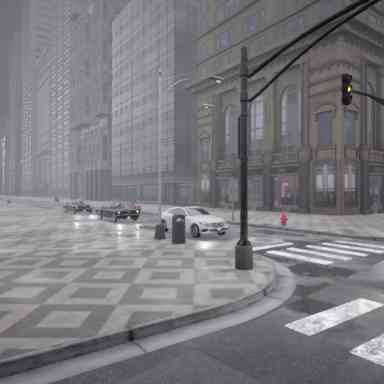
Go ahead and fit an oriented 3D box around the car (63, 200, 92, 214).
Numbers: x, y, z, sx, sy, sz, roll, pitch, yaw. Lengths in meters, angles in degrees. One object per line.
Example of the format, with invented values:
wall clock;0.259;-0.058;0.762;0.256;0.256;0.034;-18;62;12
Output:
car;-11.735;1.498;34.128;1.895;1.301;4.718;0;0;-35

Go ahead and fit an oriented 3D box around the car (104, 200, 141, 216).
car;-6.925;1.512;32.874;1.895;1.301;4.718;0;0;-35

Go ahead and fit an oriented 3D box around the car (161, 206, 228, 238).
car;-0.091;1.475;17.723;1.812;1.442;4.674;0;0;-37

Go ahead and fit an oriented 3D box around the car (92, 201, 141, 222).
car;-5.849;1.523;25.840;1.895;1.301;4.718;0;0;-35
